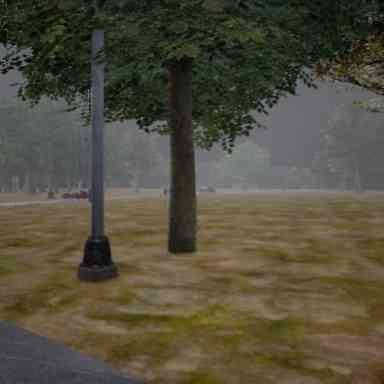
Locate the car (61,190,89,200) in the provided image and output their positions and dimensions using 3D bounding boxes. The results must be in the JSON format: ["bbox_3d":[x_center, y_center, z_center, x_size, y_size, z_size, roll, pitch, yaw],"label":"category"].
[{"bbox_3d":[-15.921,0.354,46.807,1.895,1.301,4.718,-1,1,34],"label":"car"}]

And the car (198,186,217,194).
[{"bbox_3d":[3.234,-0.430,68.373,1.837,1.490,4.892,-1,1,36],"label":"car"}]

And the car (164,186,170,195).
[{"bbox_3d":[-3.064,-0.558,64.901,2.150,2.045,5.566,-1,1,37],"label":"car"}]
